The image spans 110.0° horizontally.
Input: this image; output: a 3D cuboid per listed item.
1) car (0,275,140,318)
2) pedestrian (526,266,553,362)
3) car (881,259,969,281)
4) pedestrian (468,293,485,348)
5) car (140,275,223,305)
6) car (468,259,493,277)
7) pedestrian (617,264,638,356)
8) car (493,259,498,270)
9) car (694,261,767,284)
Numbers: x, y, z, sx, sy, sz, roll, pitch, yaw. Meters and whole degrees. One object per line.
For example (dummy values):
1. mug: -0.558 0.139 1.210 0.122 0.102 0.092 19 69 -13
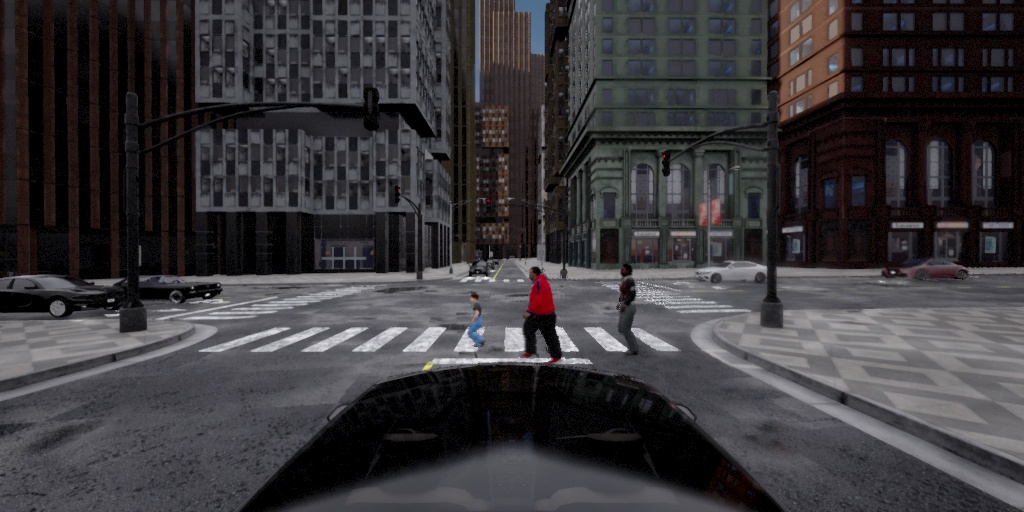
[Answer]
1. car: -17.892 1.470 13.766 5.008 1.535 1.882 -1 0 0
2. pedestrian: 0.497 1.043 6.569 0.375 1.860 0.375 0 0 0
3. car: 27.347 0.910 23.849 4.181 1.385 1.994 -1 0 0
4. pedestrian: -0.724 1.323 7.760 0.375 1.300 0.375 0 0 0
5. car: -16.662 1.560 17.020 4.718 1.301 1.895 -1 0 0
6. car: -3.235 1.232 36.007 1.837 1.490 4.892 0 0 -1
7. pedestrian: 2.314 1.043 7.170 0.375 1.860 0.375 0 0 0
8. car: -3.351 1.208 50.340 1.837 1.490 4.892 0 1 0
9. car: 14.595 1.035 23.809 4.674 1.442 1.812 -1 0 -1
